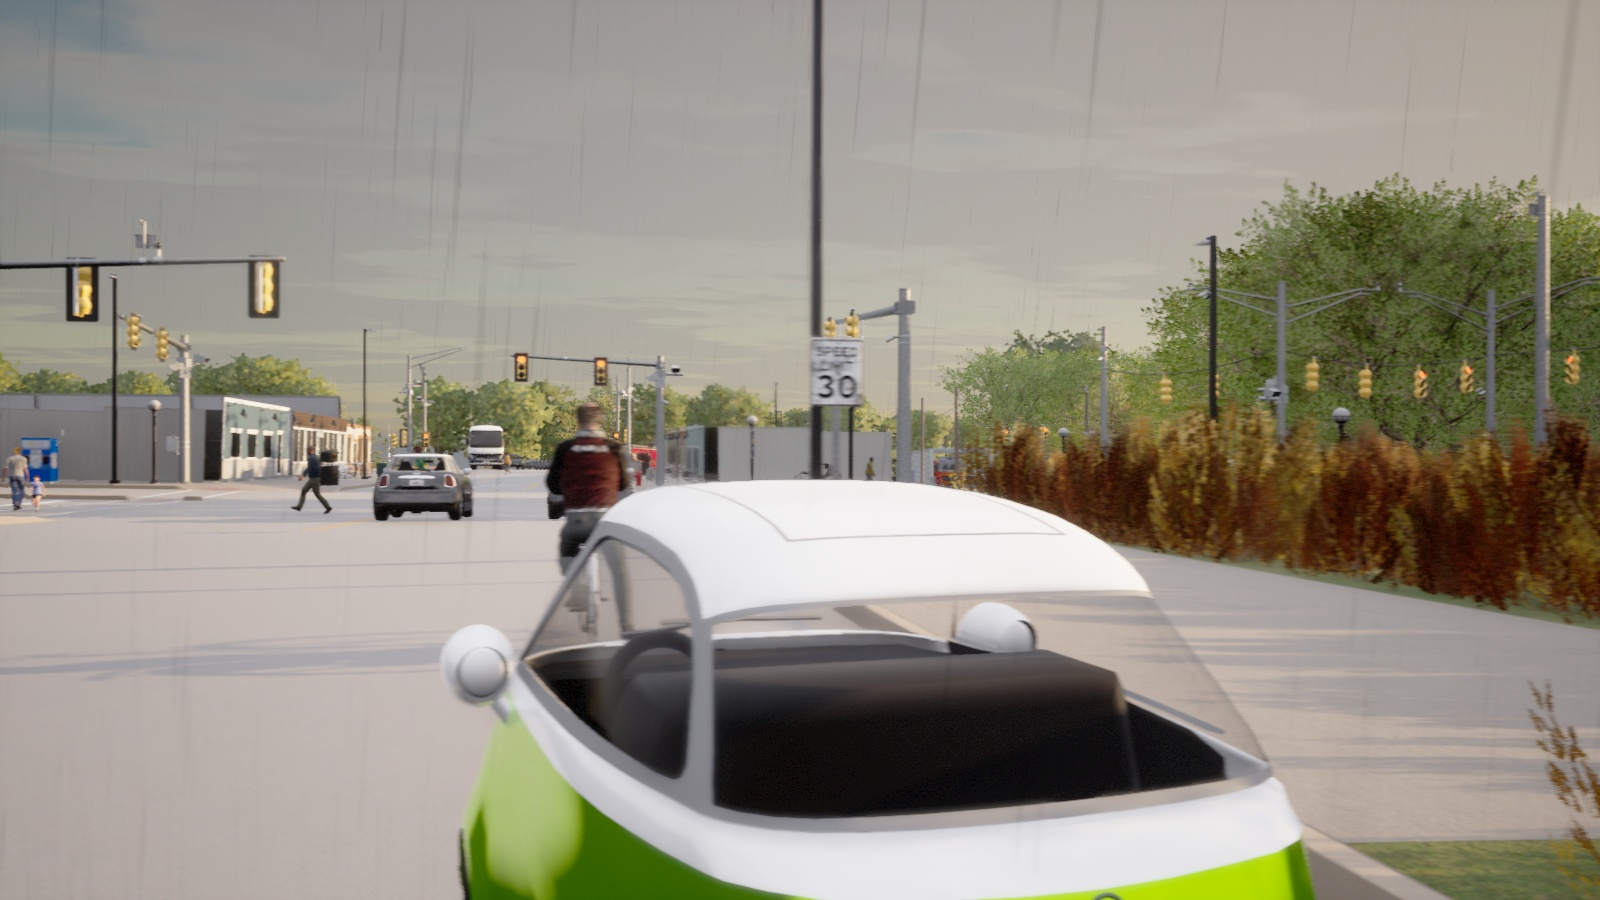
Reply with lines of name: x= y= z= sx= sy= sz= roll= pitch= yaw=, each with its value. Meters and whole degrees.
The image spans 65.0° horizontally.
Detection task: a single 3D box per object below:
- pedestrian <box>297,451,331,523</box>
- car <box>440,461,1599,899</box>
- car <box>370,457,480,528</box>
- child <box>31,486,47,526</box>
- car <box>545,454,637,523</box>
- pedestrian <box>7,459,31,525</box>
pedestrian: x=-12.556 y=0.952 z=32.462 sx=0.726 sy=1.842 sz=0.402 roll=-1 pitch=0 yaw=-13
car: x=0.116 y=0.744 z=2.545 sx=1.481 sy=1.376 sz=2.207 roll=-1 pitch=1 yaw=-19
car: x=-8.481 y=0.948 z=28.681 sx=1.970 sy=1.475 sz=3.806 roll=-1 pitch=-1 yaw=-10
child: x=-21.398 y=1.565 z=35.331 sx=0.255 sy=1.110 sz=0.394 roll=-1 pitch=0 yaw=-13
car: x=-4.798 y=0.890 z=29.260 sx=1.970 sy=1.475 sz=3.806 roll=-1 pitch=-1 yaw=-7
pedestrian: x=-22.282 y=1.191 z=35.835 sx=0.354 sy=1.836 sz=0.706 roll=-1 pitch=0 yaw=-16
